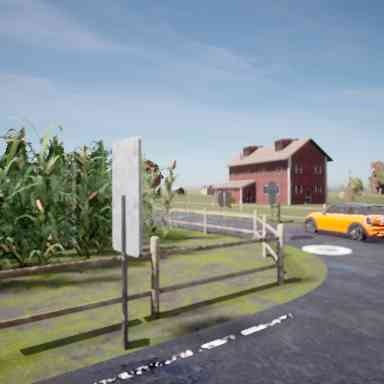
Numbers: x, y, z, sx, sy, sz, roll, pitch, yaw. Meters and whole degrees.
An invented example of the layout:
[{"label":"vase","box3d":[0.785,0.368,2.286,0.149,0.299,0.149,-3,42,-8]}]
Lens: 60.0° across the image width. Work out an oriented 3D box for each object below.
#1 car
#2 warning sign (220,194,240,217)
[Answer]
[{"label":"car","box3d":[7.749,1.337,16.733,2.097,1.767,4.553,-1,0,-20]},{"label":"warning sign","box3d":[3.217,1.094,28.140,1.300,1.860,1.060,0,0,-35]}]
